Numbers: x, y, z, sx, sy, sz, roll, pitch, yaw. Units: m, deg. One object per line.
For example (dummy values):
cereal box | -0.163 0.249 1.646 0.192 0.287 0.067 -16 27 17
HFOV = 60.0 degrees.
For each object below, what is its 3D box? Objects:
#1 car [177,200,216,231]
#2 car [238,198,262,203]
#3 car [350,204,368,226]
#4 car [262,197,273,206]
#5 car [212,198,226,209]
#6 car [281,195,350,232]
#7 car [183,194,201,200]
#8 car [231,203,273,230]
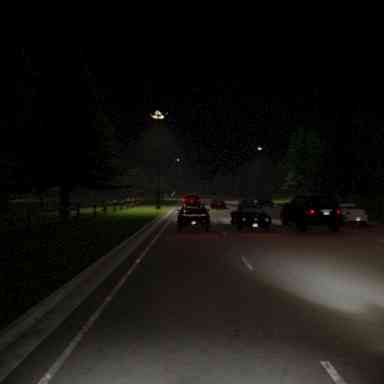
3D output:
car | 0.099 1.487 20.705 2.128 1.511 4.902 0 0 0
car | 7.018 1.538 42.268 2.033 1.411 5.357 0 0 0
car | 10.585 1.521 23.492 1.812 1.442 4.674 0 0 0
car | 10.565 1.515 48.402 1.812 1.442 4.674 0 0 0
car | 3.550 1.554 45.782 1.994 1.385 4.181 0 0 0
car | 7.098 1.217 20.233 2.150 2.045 5.566 0 0 0
car | 0.029 1.213 43.444 2.150 2.045 5.566 0 0 1
car | 3.599 1.596 21.135 1.895 1.301 4.718 0 0 0
